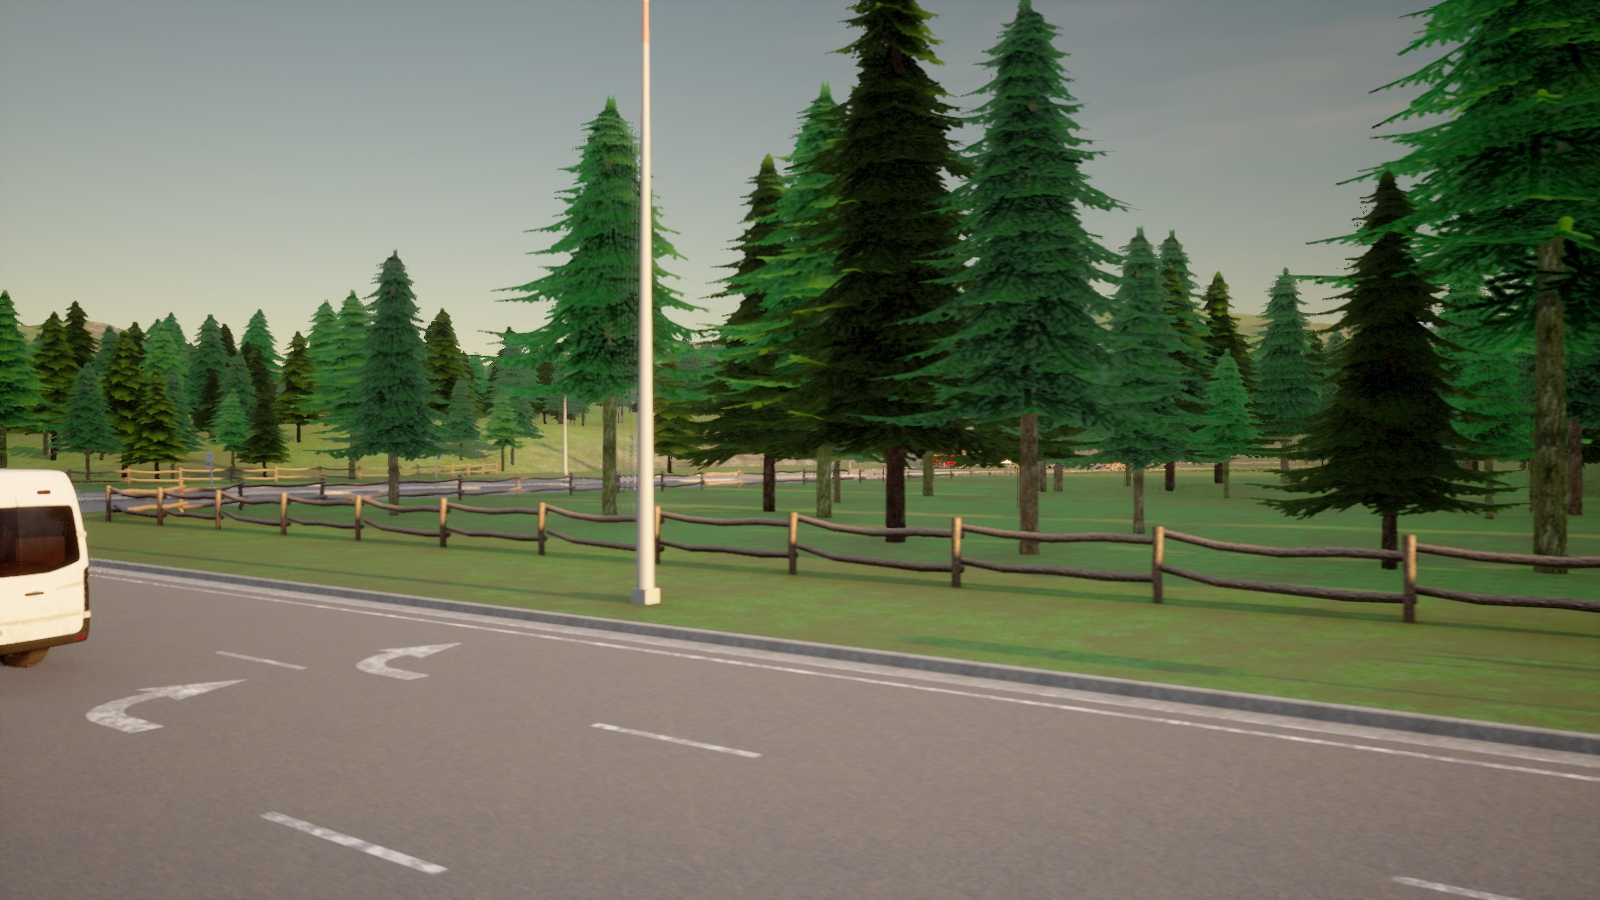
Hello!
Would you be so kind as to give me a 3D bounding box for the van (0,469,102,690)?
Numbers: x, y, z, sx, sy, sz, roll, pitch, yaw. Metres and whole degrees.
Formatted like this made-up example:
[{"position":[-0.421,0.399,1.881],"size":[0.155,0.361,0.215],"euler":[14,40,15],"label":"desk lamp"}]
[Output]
[{"position":[-12.007,1.533,14.683],"size":[5.915,2.561,1.988],"euler":[0,0,21],"label":"van"}]
